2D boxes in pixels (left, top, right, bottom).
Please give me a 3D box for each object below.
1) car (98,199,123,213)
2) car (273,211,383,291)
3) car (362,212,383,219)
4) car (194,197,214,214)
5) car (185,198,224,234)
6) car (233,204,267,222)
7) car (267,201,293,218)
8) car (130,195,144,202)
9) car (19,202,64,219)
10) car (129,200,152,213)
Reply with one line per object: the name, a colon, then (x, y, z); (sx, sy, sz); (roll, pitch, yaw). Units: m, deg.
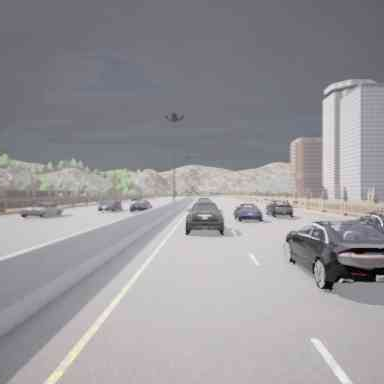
car: (-9.301, 1.525, 38.062); (2.128, 1.511, 4.902); (0, 0, 2)
car: (3.897, 1.518, 9.070); (2.128, 1.511, 4.902); (0, 0, 2)
car: (7.528, 1.539, 13.172); (2.128, 1.511, 4.902); (0, 0, 2)
car: (1.371, 1.432, 37.460); (2.097, 1.767, 4.553); (0, 0, 2)
car: (0.742, 1.381, 19.500); (2.097, 1.767, 4.553); (0, 0, 2)
car: (4.512, 1.627, 27.227); (1.994, 1.385, 4.181); (0, 0, 2)
car: (8.161, 1.583, 31.410); (2.128, 1.511, 4.902); (0, 0, 2)
car: (-11.569, 1.352, 70.520); (2.033, 1.411, 5.357); (0, 0, 2)
car: (-13.124, 1.590, 29.258); (1.895, 1.301, 4.718); (0, 0, 2)
car: (-5.799, 1.597, 38.218); (2.033, 1.411, 5.357); (0, 0, 2)
